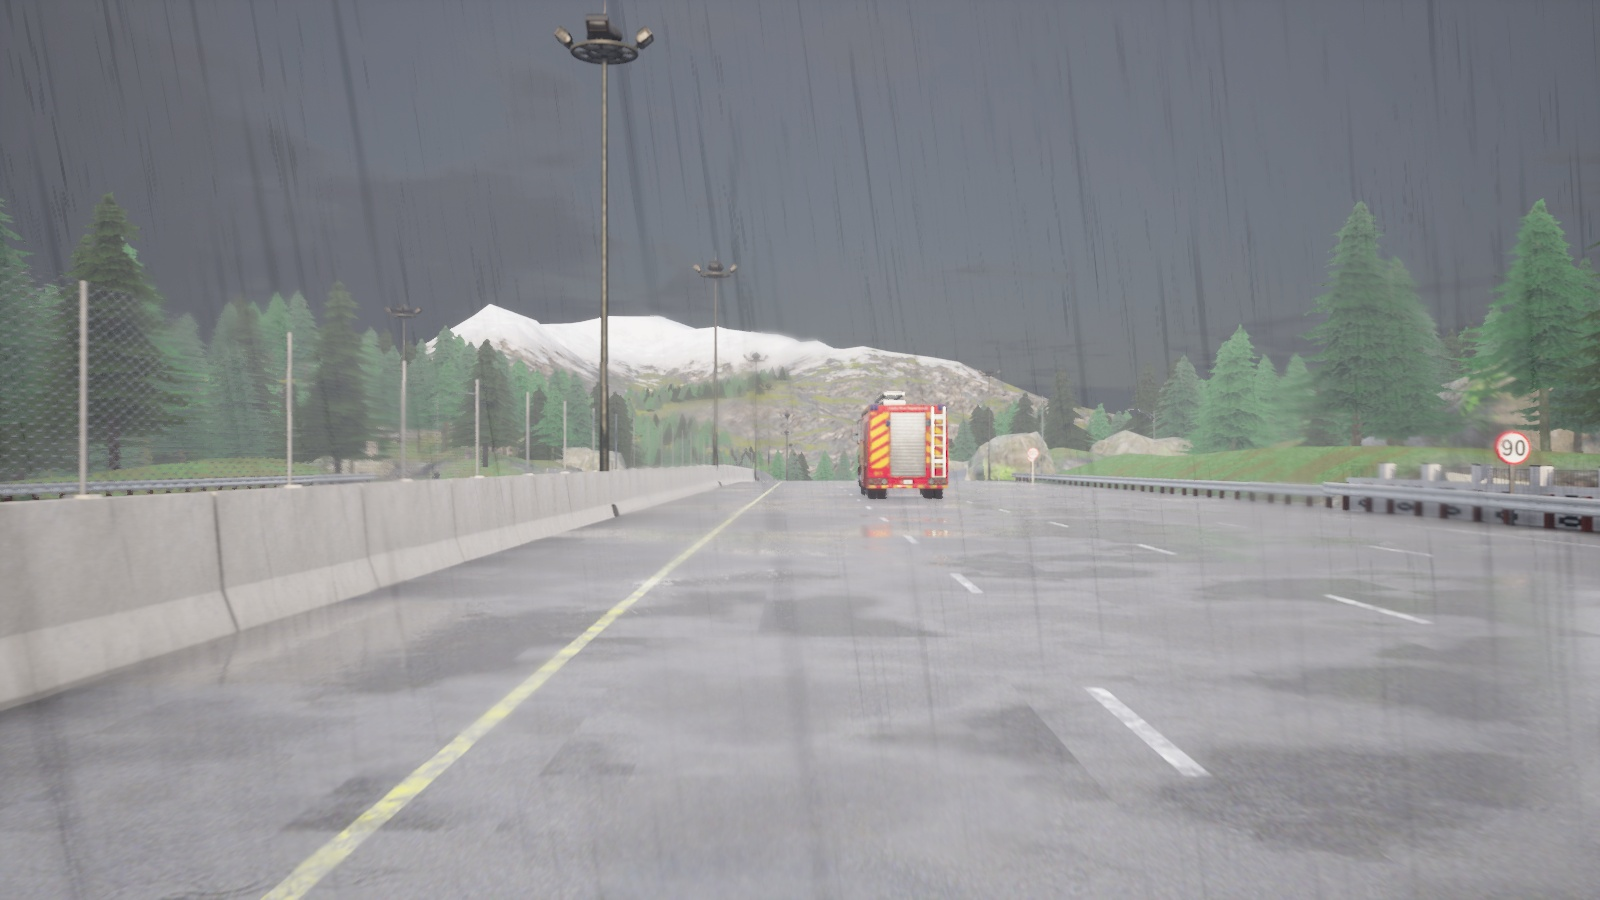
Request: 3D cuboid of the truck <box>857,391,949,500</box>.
[{"bbox_3d":[3.792,-0.126,48.326,2.891,3.827,8.468,0,-1,0],"label":"truck"}]
